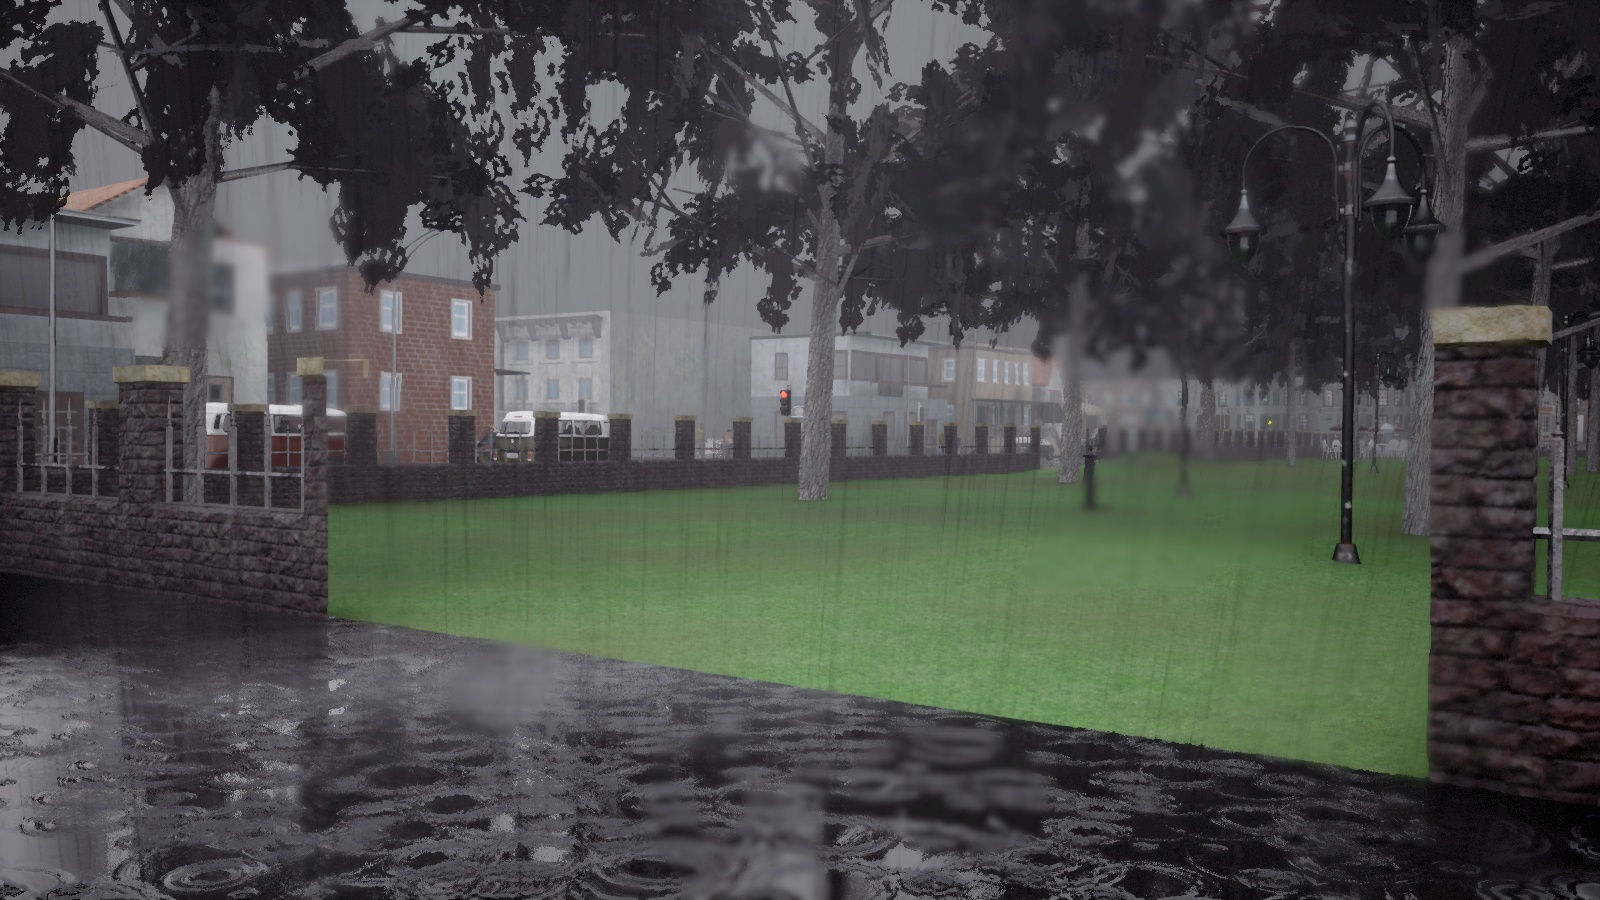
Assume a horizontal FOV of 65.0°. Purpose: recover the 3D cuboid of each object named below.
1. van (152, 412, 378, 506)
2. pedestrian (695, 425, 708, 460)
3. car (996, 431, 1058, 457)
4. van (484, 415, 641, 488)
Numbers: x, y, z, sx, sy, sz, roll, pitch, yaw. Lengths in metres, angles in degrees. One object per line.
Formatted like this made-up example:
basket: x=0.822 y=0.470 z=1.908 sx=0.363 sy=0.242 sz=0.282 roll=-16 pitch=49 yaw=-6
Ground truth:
van: x=-12.479 y=0.164 z=29.562 sx=2.069 sy=2.038 sz=4.480 roll=0 pitch=1 yaw=33
pedestrian: x=-5.225 y=-0.420 z=66.560 sx=0.431 sy=1.840 sz=0.709 roll=-1 pitch=1 yaw=-27
car: x=13.397 y=-0.373 z=73.902 sx=1.812 sy=1.442 sz=4.674 roll=0 pitch=1 yaw=35
van: x=-7.002 y=0.007 z=37.457 sx=2.069 sy=2.038 sz=4.480 roll=0 pitch=1 yaw=33
